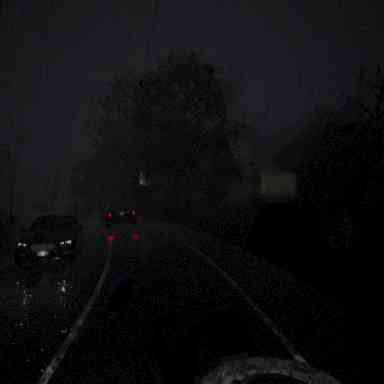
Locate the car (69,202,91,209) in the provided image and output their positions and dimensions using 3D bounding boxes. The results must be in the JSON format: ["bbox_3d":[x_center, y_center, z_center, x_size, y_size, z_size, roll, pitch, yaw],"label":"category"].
[{"bbox_3d":[-13.394,1.946,39.668,1.882,1.535,5.008,-3,0,-30],"label":"car"}]

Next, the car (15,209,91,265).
[{"bbox_3d":[-5.063,1.614,12.353,2.128,1.511,4.902,-1,0,-14],"label":"car"}]

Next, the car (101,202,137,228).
[{"bbox_3d":[-5.440,1.514,24.293,2.097,1.767,4.553,-2,0,-21],"label":"car"}]

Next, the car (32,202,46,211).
[{"bbox_3d":[-23.680,2.371,51.387,2.128,1.511,4.902,-3,1,-27],"label":"car"}]
